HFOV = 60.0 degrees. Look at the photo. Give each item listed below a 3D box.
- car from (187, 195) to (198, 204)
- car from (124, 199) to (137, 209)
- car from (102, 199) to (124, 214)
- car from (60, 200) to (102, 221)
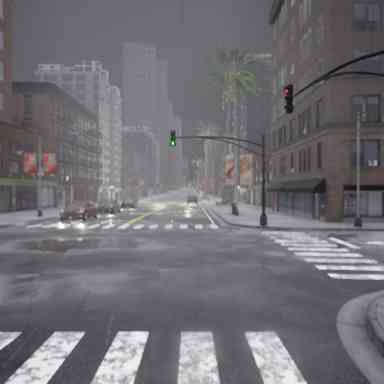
[{"bbox_3d":[0.106,1.613,71.555,2.150,2.045,5.566,0,0,0],"label":"car"},{"bbox_3d":[-9.802,1.781,51.971,1.882,1.535,5.008,0,0,0],"label":"car"},{"bbox_3d":[-9.824,1.587,39.025,2.097,1.767,4.553,0,0,0],"label":"car"},{"bbox_3d":[-9.839,1.528,29.195,2.097,1.767,4.553,0,0,0],"label":"car"}]
